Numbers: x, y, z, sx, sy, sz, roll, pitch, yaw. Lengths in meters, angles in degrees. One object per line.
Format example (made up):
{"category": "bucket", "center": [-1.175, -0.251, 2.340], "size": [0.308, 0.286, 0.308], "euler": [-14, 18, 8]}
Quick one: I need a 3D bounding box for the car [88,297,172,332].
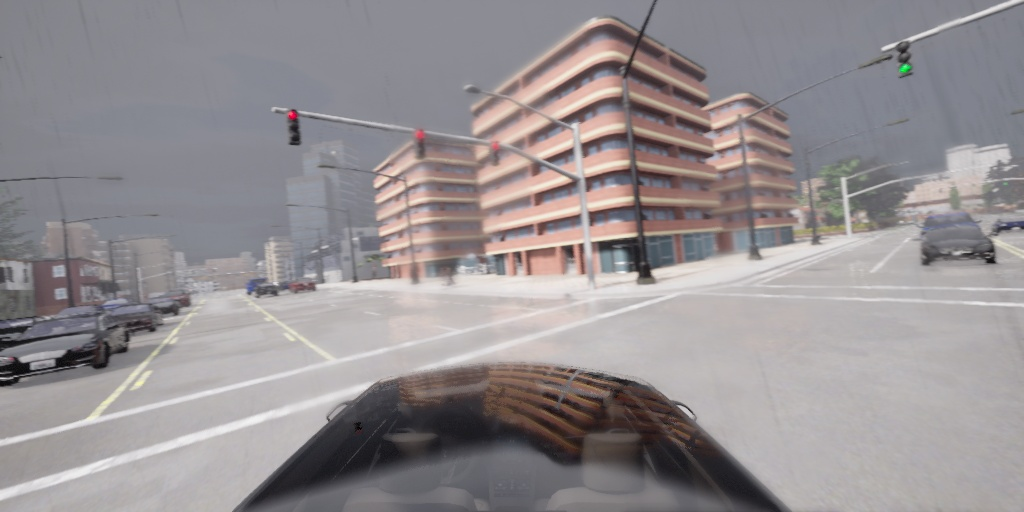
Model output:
{"category": "car", "center": [-19.218, 3.152, 18.288], "size": [2.033, 1.411, 5.357], "euler": [-6, 0, -40]}

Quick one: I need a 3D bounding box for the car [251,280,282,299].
{"category": "car", "center": [-26.360, 3.637, 38.444], "size": [1.837, 1.490, 4.892], "euler": [-5, 0, -39]}

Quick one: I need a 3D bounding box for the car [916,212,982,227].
{"category": "car", "center": [25.822, -1.492, 21.200], "size": [5.566, 2.045, 2.150], "euler": [-5, -1, -40]}

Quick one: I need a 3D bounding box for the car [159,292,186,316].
{"category": "car", "center": [-25.426, 3.688, 25.975], "size": [1.994, 1.385, 4.181], "euler": [-5, 0, -39]}

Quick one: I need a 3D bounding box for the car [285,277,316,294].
{"category": "car", "center": [-23.902, 3.244, 40.860], "size": [2.097, 1.767, 4.553], "euler": [-5, 0, -39]}

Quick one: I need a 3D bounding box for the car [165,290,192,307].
{"category": "car", "center": [-31.708, 4.000, 33.780], "size": [2.097, 1.767, 4.553], "euler": [-5, 0, -39]}

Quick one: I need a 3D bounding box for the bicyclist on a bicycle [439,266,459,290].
{"category": "bicyclist on a bicycle", "center": [-4.437, 1.507, 25.117], "size": [1.656, 1.620, 0.582], "euler": [-5, 0, -39]}

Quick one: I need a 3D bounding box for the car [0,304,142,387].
{"category": "car", "center": [-13.113, 2.553, 10.714], "size": [2.128, 1.511, 4.902], "euler": [-6, 0, -39]}

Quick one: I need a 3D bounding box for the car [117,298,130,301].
{"category": "car", "center": [-33.634, 4.369, 30.623], "size": [1.812, 1.442, 4.674], "euler": [-5, 0, -39]}

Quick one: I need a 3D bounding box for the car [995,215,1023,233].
{"category": "car", "center": [41.056, -2.608, 29.461], "size": [4.718, 1.301, 1.895], "euler": [-5, -1, -40]}

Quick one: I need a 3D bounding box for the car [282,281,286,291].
{"category": "car", "center": [-30.548, 4.033, 49.117], "size": [1.994, 1.385, 4.181], "euler": [-5, 0, -39]}

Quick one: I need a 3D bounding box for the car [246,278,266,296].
{"category": "car", "center": [-33.055, 3.933, 46.616], "size": [2.150, 2.045, 5.566], "euler": [-6, 0, -39]}

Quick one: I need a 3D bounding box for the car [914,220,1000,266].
{"category": "car", "center": [18.373, -0.492, 14.912], "size": [4.892, 1.490, 1.837], "euler": [-5, -1, -40]}

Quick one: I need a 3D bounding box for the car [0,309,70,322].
{"category": "car", "center": [-21.484, 3.392, 15.536], "size": [1.994, 1.385, 4.181], "euler": [-5, 0, -39]}

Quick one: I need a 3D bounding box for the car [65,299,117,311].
{"category": "car", "center": [-27.294, 3.862, 22.727], "size": [2.033, 1.411, 5.357], "euler": [-5, 0, -39]}
